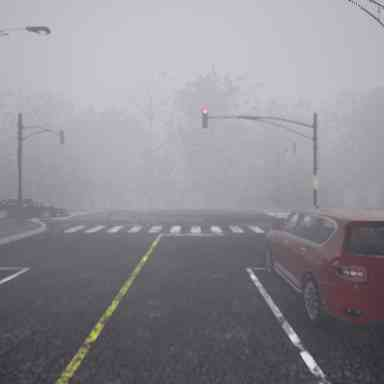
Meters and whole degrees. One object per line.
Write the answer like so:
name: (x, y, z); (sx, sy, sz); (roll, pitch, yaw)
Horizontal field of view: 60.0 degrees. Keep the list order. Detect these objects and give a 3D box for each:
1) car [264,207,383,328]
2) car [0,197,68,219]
car: (2.861, 1.204, 6.676); (2.192, 1.841, 5.009); (1, 1, 0)
car: (-11.181, 1.147, 23.145); (4.892, 1.490, 1.837); (2, 0, 1)
